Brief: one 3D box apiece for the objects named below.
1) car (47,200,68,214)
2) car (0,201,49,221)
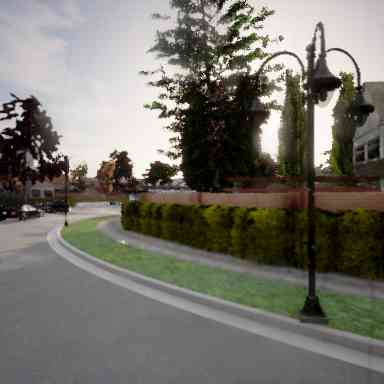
[{"bbox_3d":[-17.310,1.787,41.136,2.097,1.767,4.553,0,-1,10],"label":"car"},{"bbox_3d":[-15.017,1.784,29.294,2.033,1.411,5.357,0,-1,0],"label":"car"}]
